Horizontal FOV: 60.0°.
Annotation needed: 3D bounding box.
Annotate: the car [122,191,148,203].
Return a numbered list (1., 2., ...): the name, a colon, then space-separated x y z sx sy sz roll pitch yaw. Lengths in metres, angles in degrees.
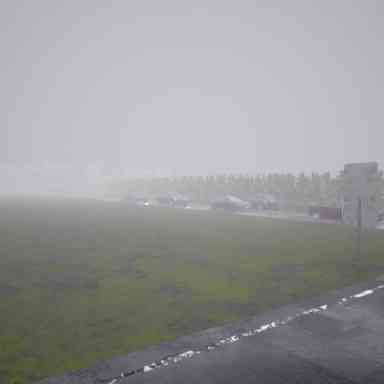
1. car: -8.374 0.772 48.634 2.033 1.411 5.357 1 1 -35

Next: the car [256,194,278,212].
1. car: 6.320 0.972 33.192 2.097 1.767 4.553 1 1 -36

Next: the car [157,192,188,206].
1. car: -2.400 0.755 40.277 2.097 1.767 4.553 1 1 -36

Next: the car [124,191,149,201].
1. car: -9.106 0.652 54.582 2.128 1.511 4.902 1 1 -35

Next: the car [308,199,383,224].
1. car: 10.231 1.267 22.305 1.882 1.535 5.008 1 1 -32

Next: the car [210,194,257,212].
1. car: 3.642 1.111 31.873 1.812 1.442 4.674 1 1 -36
